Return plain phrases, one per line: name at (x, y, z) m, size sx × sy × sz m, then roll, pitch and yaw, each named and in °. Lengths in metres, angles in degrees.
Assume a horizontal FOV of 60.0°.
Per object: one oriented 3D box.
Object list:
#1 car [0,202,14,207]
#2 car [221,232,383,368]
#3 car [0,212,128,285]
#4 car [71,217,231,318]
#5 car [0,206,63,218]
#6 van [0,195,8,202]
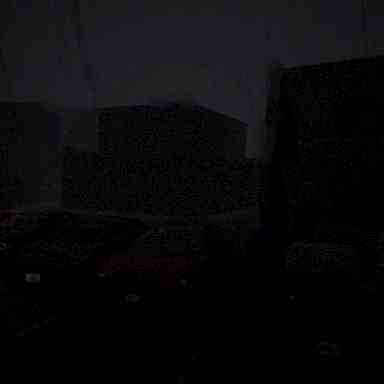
car at (-7.534, 1.342, 12.564) m, size 1.946 × 1.575 × 5.366 m, roll 1°, pitch 0°, yaw 15°
car at (2.094, 1.457, 5.950) m, size 2.231 × 1.521 × 4.892 m, roll 0°, pitch 0°, yaw 15°
car at (-2.700, 1.430, 9.325) m, size 2.163 × 1.488 × 4.792 m, roll 1°, pitch 0°, yaw 15°
car at (-0.291, 1.428, 7.661) m, size 2.097 × 1.535 × 5.008 m, roll 1°, pitch 0°, yaw 15°
car at (-5.083, 1.374, 11.056) m, size 2.097 × 1.535 × 5.008 m, roll 1°, pitch 0°, yaw 15°
van at (-9.851, 1.095, 14.552) m, size 1.878 × 1.987 × 4.442 m, roll 0°, pitch 0°, yaw 15°
